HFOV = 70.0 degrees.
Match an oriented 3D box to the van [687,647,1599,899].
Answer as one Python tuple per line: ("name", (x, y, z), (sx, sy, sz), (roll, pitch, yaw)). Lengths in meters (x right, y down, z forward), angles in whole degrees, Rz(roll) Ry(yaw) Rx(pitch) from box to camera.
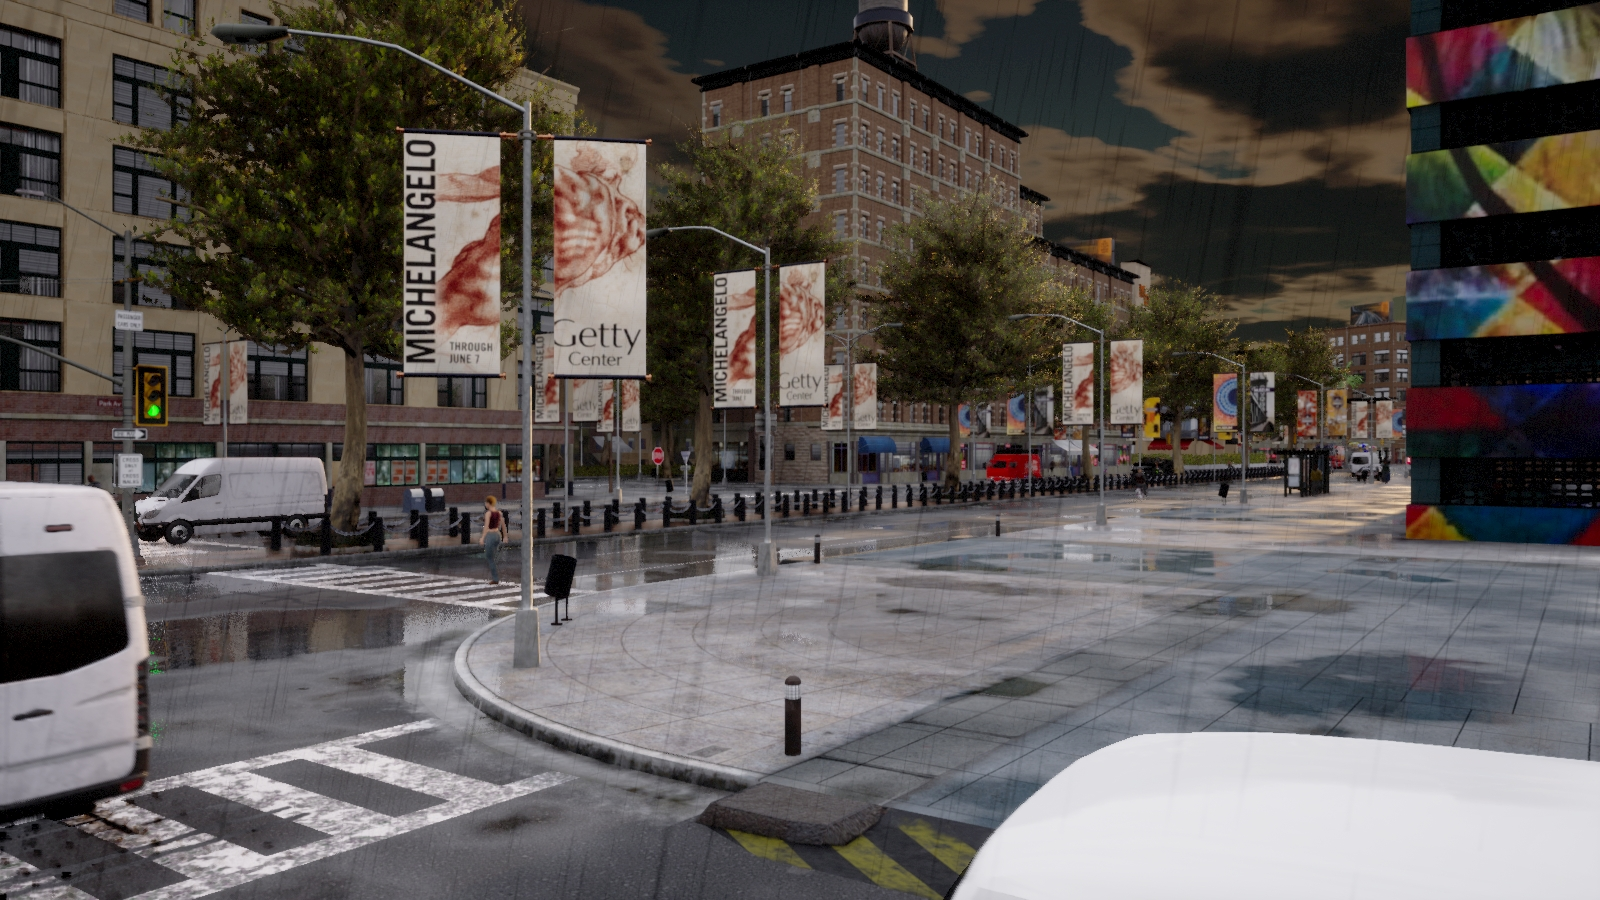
("van", (2.157, 1.782, 2.291), (4.480, 2.038, 2.069), (0, 0, 35))

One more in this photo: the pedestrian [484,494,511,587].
("pedestrian", (-6.177, 1.842, 23.337), (0.375, 1.860, 0.375), (0, 0, 32))

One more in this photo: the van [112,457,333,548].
("van", (-17.901, 1.520, 35.750), (1.988, 2.561, 5.915), (0, 0, 35))

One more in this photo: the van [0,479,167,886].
("van", (-7.547, 1.530, 9.117), (5.915, 2.561, 1.988), (0, 0, 35))

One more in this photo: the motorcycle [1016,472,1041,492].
("motorcycle", (15.445, 2.157, 77.310), (0.764, 1.277, 2.356), (0, 0, 35))

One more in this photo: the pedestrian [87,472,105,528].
("pedestrian", (-23.731, 1.680, 38.507), (0.375, 1.860, 0.375), (0, 0, 16))

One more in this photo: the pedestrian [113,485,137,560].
("pedestrian", (-17.106, 1.835, 28.959), (0.375, 1.860, 0.375), (0, 0, 28))

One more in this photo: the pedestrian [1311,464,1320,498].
("pedestrian", (28.263, 1.691, 62.689), (0.375, 1.860, 0.375), (0, 0, 36))
